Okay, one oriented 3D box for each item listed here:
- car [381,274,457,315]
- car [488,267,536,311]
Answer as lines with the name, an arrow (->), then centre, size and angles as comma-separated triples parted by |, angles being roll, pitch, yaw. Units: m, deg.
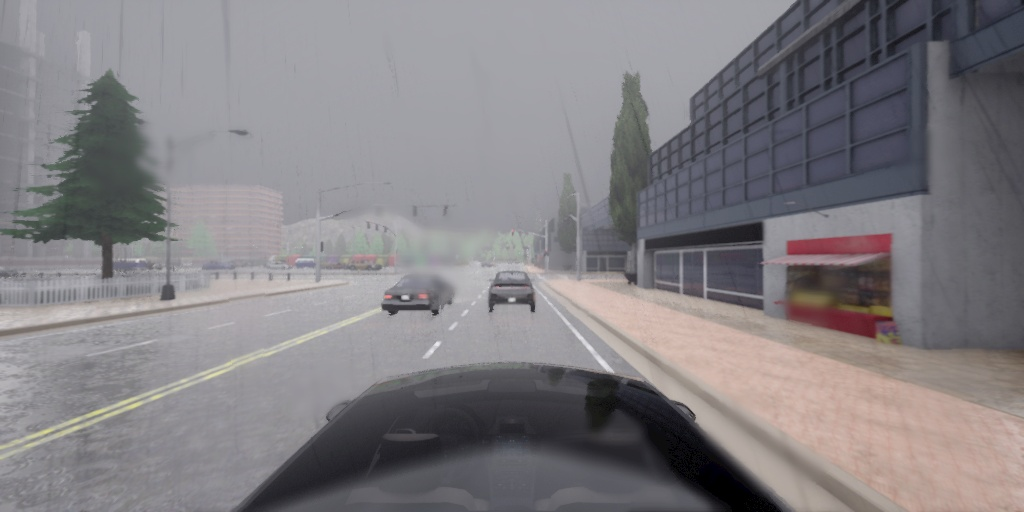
car -> -3.499, 1.439, 14.341 | 2.033, 1.411, 5.357 | 0, -1, 0
car -> 0.010, 1.396, 15.325 | 2.128, 1.511, 4.902 | 0, 0, 0
